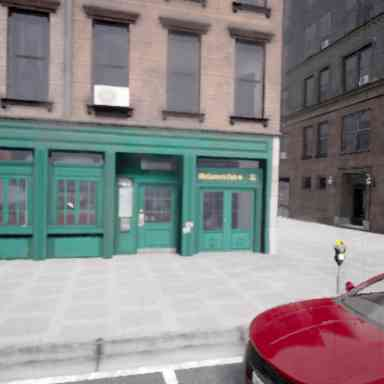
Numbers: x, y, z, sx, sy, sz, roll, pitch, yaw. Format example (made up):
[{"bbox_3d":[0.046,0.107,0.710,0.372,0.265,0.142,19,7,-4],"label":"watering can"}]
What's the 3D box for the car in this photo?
[{"bbox_3d":[2.789,1.533,3.566,4.507,1.381,1.887,1,1,-14],"label":"car"}]
